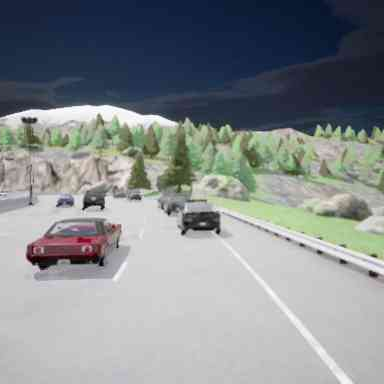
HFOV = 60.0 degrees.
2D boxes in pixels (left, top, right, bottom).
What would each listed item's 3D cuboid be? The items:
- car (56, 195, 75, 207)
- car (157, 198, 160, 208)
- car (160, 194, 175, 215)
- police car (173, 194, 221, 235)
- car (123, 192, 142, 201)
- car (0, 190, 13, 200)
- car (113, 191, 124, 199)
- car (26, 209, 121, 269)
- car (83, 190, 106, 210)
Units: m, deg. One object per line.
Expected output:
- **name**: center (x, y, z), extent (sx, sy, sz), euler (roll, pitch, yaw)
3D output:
- **car**: center (-15.999, 1.096, 42.166), extent (1.812, 1.442, 4.674), euler (0, 1, -17)
- **car**: center (-2.506, 1.021, 34.814), extent (1.837, 1.490, 4.892), euler (-1, 1, -12)
- **car**: center (-1.246, 0.948, 28.218), extent (2.097, 1.767, 4.553), euler (-1, 1, -10)
- **police car**: center (0.237, 1.165, 17.321), extent (1.930, 1.638, 5.238), euler (-1, 1, -6)
- **car**: center (-9.880, 0.788, 56.655), extent (1.837, 1.490, 4.892), euler (-1, 1, -22)
- **car**: center (-37.465, 0.586, 67.079), extent (2.150, 2.045, 5.566), euler (-1, 1, -27)
- **car**: center (-15.098, 0.582, 69.453), extent (2.128, 1.511, 4.902), euler (-1, 1, -25)
- **car**: center (-3.459, 1.482, 10.748), extent (1.895, 1.301, 4.718), euler (-1, 1, -4)
- **car**: center (-10.606, 0.816, 36.079), extent (2.150, 2.045, 5.566), euler (0, 1, -15)
